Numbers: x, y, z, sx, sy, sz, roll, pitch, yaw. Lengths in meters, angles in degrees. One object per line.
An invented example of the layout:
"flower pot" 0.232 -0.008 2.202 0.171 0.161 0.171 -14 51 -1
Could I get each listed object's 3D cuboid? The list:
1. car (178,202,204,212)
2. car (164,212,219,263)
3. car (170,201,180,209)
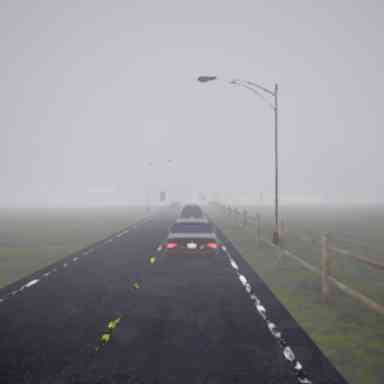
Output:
"car" 0.012 1.820 29.260 1.882 1.535 5.008 0 0 0
"car" 0.002 1.693 12.537 2.033 1.411 5.357 0 -1 0
"car" -2.786 2.233 57.558 2.033 1.411 5.357 0 -1 0
